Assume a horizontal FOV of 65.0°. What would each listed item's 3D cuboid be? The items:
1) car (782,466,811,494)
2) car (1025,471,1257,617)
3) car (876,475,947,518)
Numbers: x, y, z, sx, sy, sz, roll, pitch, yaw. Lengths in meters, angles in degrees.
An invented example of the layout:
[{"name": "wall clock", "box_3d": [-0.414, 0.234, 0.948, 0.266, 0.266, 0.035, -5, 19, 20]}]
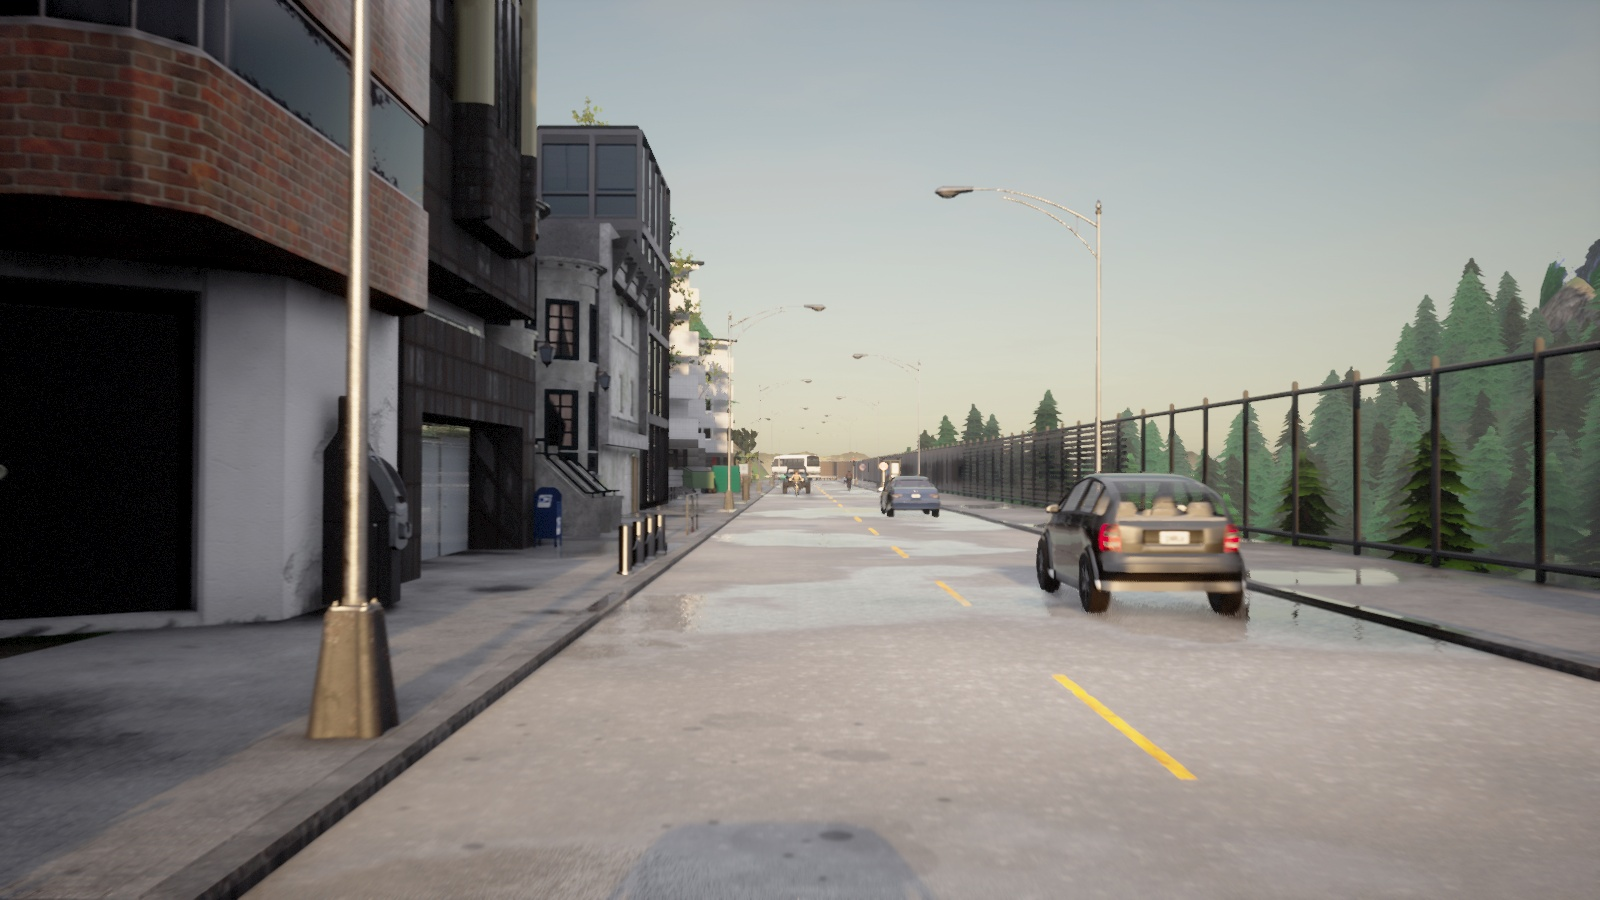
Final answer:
[{"name": "car", "box_3d": [-0.221, 2.051, 85.999, 1.905, 1.878, 3.866, 0, -1, 0]}, {"name": "car", "box_3d": [3.959, 1.032, 15.222, 1.789, 1.549, 3.705, 0, -1, 0]}, {"name": "car", "box_3d": [3.884, 1.595, 44.731, 2.033, 1.411, 5.357, 0, -1, 0]}]
